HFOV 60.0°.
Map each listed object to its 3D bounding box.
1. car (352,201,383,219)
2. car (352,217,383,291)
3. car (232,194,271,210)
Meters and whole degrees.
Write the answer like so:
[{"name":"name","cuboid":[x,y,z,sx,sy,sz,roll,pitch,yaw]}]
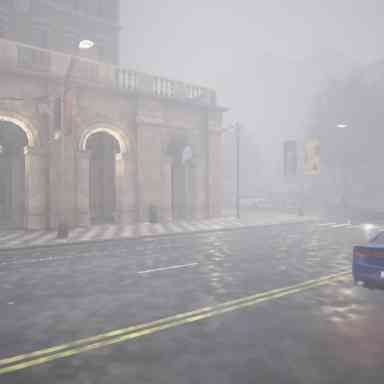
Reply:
[{"name":"car","cuboid":[13.871,1.478,25.810,1.882,1.535,5.008,1,0,13]},{"name":"car","cuboid":[5.803,1.478,7.996,5.008,1.535,1.882,0,0,-37]},{"name":"car","cuboid":[7.562,1.221,43.141,2.150,2.045,5.566,0,0,-36]}]
